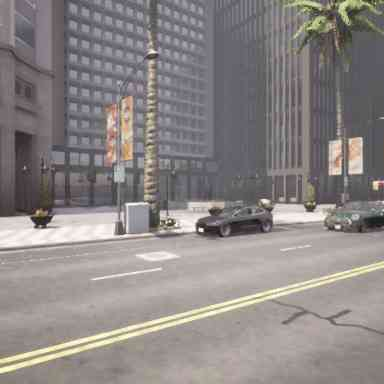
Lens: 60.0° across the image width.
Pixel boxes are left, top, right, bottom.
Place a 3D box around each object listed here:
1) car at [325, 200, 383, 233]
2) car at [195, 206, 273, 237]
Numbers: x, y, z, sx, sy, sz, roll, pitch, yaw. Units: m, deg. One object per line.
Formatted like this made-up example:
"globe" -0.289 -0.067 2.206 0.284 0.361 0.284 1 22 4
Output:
"car" 9.877 1.349 19.641 4.553 1.767 2.097 0 0 -35
"car" 2.385 1.512 18.148 4.786 1.482 2.161 0 0 -36
